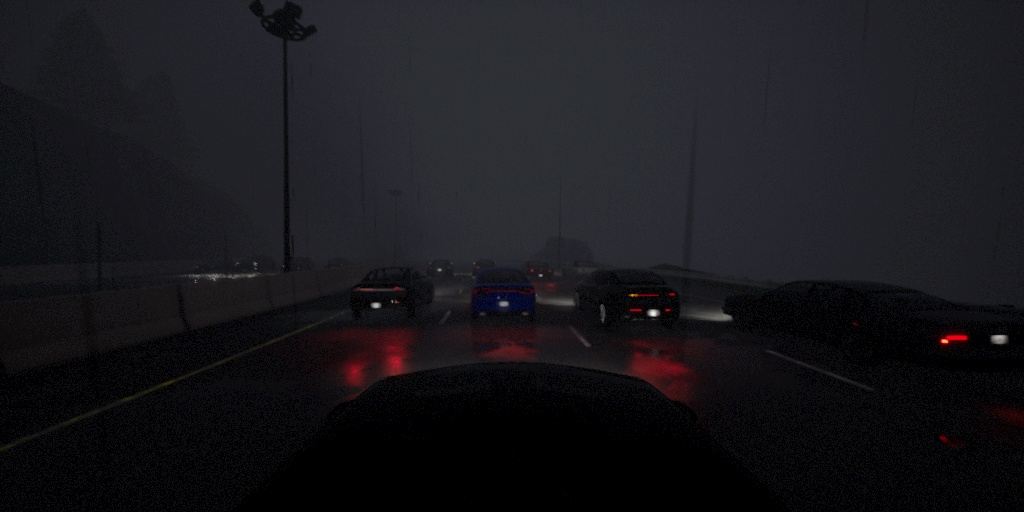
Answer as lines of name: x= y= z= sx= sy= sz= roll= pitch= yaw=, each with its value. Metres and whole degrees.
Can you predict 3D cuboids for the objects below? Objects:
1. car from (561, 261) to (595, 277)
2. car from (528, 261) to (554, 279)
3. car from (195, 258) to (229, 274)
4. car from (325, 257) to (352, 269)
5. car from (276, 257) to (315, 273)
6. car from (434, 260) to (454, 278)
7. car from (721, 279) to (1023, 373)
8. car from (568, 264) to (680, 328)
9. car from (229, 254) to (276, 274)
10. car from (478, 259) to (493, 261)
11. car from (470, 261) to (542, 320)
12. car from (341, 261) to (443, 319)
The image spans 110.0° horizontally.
car: x=5.167 y=0.999 z=27.085 sx=1.895 sy=1.301 sz=4.718 roll=0 pitch=1 yaw=-8
car: x=1.679 y=1.012 z=26.794 sx=1.895 sy=1.301 sz=4.718 roll=0 pitch=1 yaw=-8
car: x=-28.263 y=0.911 z=34.530 sx=1.812 sy=1.442 sz=4.674 roll=0 pitch=1 yaw=-12
car: x=-18.301 y=0.838 z=38.098 sx=1.812 sy=1.442 sz=4.674 roll=0 pitch=1 yaw=-13
car: x=-21.464 y=0.853 z=36.124 sx=1.837 sy=1.490 sz=4.892 roll=0 pitch=0 yaw=-12
car: x=-5.640 y=0.972 z=28.438 sx=1.994 sy=1.385 sz=4.181 roll=0 pitch=1 yaw=-9
car: x=6.878 y=1.201 z=7.623 sx=2.033 sy=1.411 sz=5.357 roll=0 pitch=1 yaw=-2
car: x=3.217 y=1.120 z=10.876 sx=1.837 sy=1.490 sz=4.892 roll=0 pitch=-1 yaw=-3
car: x=-24.763 y=0.724 z=34.783 sx=2.097 sy=1.767 sz=4.553 roll=0 pitch=1 yaw=-12
car: x=-2.138 y=0.960 z=28.682 sx=1.994 sy=1.385 sz=4.181 roll=0 pitch=1 yaw=-8
car: x=-0.340 y=1.091 z=12.009 sx=1.882 sy=1.535 sz=5.008 roll=0 pitch=1 yaw=-3
car: x=-3.867 y=1.111 z=12.251 sx=2.128 sy=1.511 sz=4.902 roll=0 pitch=1 yaw=-3
